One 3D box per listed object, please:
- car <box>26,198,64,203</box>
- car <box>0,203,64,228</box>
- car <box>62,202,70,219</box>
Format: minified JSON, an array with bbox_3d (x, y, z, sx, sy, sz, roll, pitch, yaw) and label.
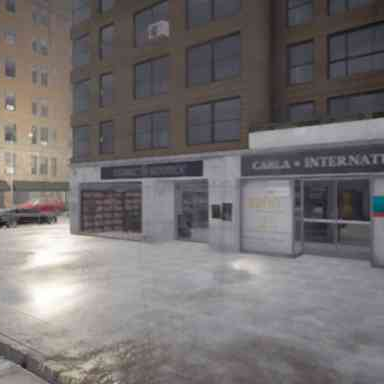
[{"bbox_3d":[-14.766,1.475,32.316,2.192,1.841,5.009,0,0,36],"label":"car"},{"bbox_3d":[-11.558,1.717,23.033,1.947,1.339,4.313,0,0,36],"label":"car"},{"bbox_3d":[-8.252,1.702,27.629,2.008,1.369,4.403,0,0,36],"label":"car"}]
